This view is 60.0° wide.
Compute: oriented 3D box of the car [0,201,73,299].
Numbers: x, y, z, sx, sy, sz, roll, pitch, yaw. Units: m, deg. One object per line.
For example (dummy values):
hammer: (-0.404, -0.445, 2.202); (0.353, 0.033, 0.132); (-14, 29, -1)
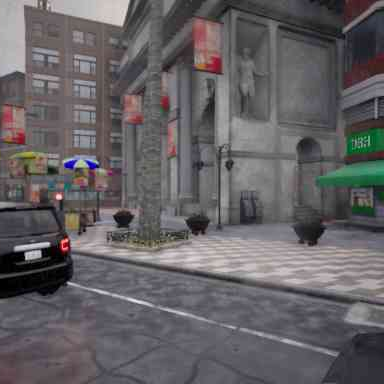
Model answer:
car: (-5.013, 1.219, 7.513); (5.566, 2.045, 2.150); (0, 0, 36)

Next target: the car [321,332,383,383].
car: (3.369, 1.548, 1.482); (5.357, 1.411, 2.033); (0, 0, 37)
